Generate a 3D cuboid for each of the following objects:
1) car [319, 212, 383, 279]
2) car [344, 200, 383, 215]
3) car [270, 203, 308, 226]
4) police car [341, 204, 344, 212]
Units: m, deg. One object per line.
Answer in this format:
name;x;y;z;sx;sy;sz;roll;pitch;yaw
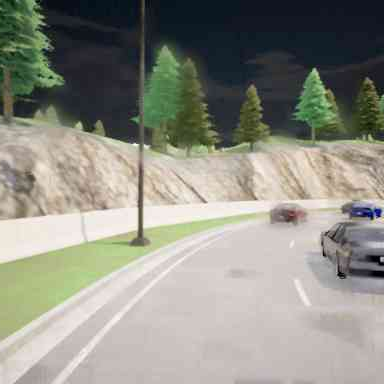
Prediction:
car;5.084;1.595;10.027;2.033;1.411;5.357;0;0;14
car;15.518;1.624;29.611;1.882;1.535;5.008;0;0;40
car;7.191;1.548;24.424;1.882;1.535;5.008;0;0;30
police car;19.126;1.685;38.195;4.974;1.542;2.038;1;0;-40
